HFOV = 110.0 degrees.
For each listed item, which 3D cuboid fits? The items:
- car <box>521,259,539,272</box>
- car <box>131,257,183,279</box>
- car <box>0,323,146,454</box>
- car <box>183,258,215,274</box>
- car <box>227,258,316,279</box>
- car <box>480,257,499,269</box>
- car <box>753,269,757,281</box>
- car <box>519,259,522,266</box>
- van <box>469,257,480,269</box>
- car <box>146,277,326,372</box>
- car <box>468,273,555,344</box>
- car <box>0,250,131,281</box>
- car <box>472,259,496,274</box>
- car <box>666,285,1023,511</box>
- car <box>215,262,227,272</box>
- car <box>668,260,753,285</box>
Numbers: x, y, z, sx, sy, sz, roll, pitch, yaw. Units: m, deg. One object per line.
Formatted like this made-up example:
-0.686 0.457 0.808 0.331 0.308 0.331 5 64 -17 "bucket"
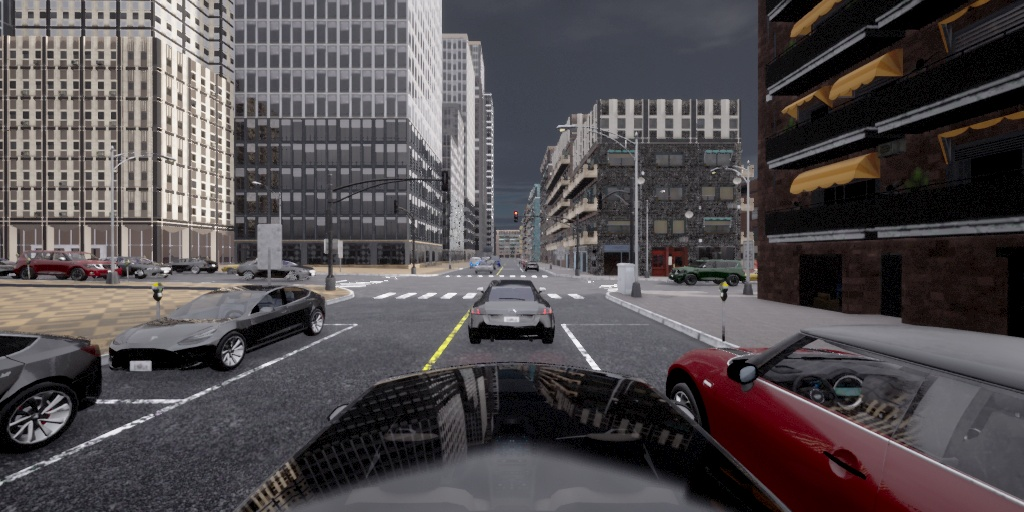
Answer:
2.572 1.325 47.349 1.948 1.339 4.313 0 0 0 "car"
-26.361 0.783 24.799 4.902 1.511 2.128 1 0 -1 "car"
-5.688 1.316 2.436 1.948 1.339 4.313 0 0 0 "car"
-27.563 0.819 30.572 4.313 1.339 1.948 0 0 -1 "car"
-16.320 0.972 24.958 4.902 1.511 2.128 1 0 -2 "car"
-3.226 1.266 51.917 1.837 1.490 4.892 0 0 0 "car"
21.290 1.701 31.256 4.829 1.417 1.751 0 0 -1 "car"
2.545 1.308 57.316 1.888 1.381 4.507 0 0 0 "car"
-5.836 1.104 57.293 1.690 1.789 3.998 0 0 0 "van"
-5.702 1.316 7.682 1.948 1.339 4.313 0 0 0 "car"
-0.016 1.314 9.614 1.994 1.385 4.181 0 0 0 "car"
-27.437 0.593 22.192 5.009 1.841 2.192 0 0 -1 "car"
-3.204 1.358 41.928 1.895 1.301 4.718 0 0 0 "car"
2.693 1.190 2.459 1.967 1.591 4.097 0 0 0 "car"
-22.119 0.883 30.736 4.829 1.417 1.751 0 0 -1 "car"
15.512 1.293 28.580 5.566 2.045 2.150 1 0 -1 "car"
